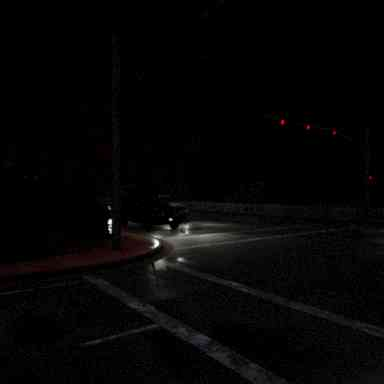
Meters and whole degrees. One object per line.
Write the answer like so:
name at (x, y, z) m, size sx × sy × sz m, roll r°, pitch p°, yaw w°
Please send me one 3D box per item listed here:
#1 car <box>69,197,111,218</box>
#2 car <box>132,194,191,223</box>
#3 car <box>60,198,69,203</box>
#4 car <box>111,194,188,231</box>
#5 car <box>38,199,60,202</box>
car at (-8.702, 1.352, 28.999) m, size 2.097 × 1.767 × 4.553 m, roll 0°, pitch 0°, yaw -37°
car at (-2.578, 1.221, 26.676) m, size 2.150 × 2.045 × 5.566 m, roll 0°, pitch 0°, yaw -37°
car at (-16.991, 1.548, 45.897) m, size 2.033 × 1.411 × 5.357 m, roll 0°, pitch 0°, yaw -37°
car at (-2.883, 1.221, 21.260) m, size 2.150 × 2.045 × 5.566 m, roll 0°, pitch 0°, yaw -37°
car at (-18.866, 1.601, 42.554) m, size 1.895 × 1.301 × 4.718 m, roll 0°, pitch 0°, yaw -37°
